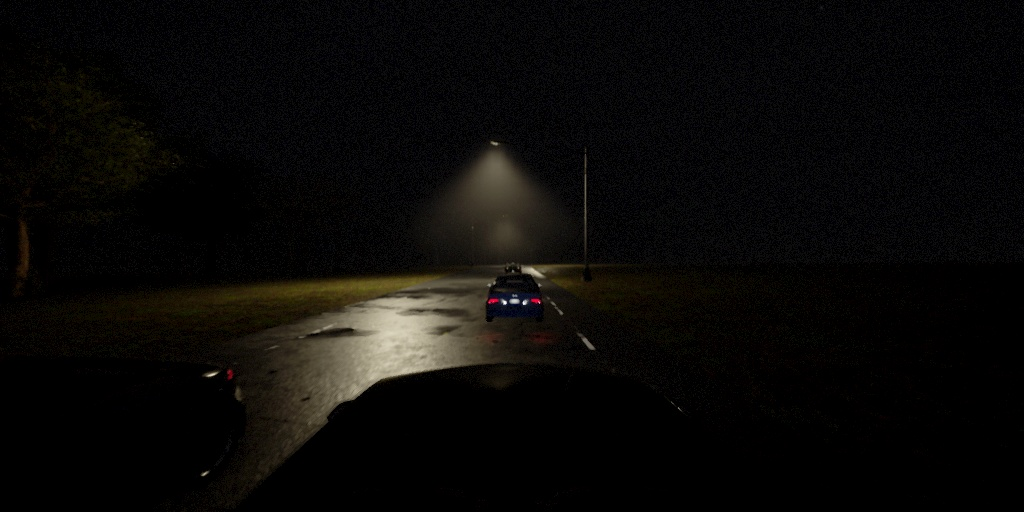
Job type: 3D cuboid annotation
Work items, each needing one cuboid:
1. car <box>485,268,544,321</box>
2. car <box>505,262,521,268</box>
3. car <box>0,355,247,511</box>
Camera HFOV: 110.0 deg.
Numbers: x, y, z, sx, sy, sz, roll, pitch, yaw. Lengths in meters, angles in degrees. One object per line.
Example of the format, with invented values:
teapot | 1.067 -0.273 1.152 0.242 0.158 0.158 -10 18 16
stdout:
car | 0.084 1.328 12.643 2.033 1.411 5.357 0 0 0
car | 0.110 1.409 42.896 1.895 1.301 4.718 0 0 0
car | -3.592 1.315 1.782 1.994 1.385 4.181 0 0 0
